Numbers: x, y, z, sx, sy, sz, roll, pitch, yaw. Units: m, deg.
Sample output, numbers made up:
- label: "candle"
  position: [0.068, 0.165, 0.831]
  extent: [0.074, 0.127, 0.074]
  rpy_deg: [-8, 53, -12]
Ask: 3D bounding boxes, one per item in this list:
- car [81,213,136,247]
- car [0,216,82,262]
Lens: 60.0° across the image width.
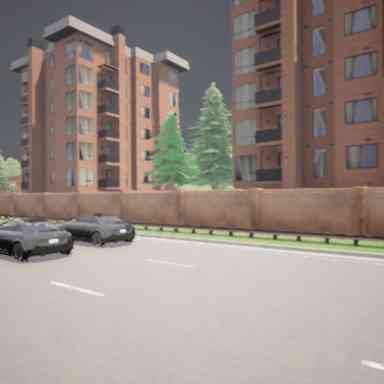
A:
- label: "car"
  position: [-4.666, 1.714, 15.859]
  extent: [4.181, 1.385, 1.994]
  rpy_deg: [-1, 0, 36]
- label: "car"
  position: [-6.469, 1.711, 12.843]
  extent: [4.181, 1.385, 1.994]
  rpy_deg: [-1, 0, 36]
